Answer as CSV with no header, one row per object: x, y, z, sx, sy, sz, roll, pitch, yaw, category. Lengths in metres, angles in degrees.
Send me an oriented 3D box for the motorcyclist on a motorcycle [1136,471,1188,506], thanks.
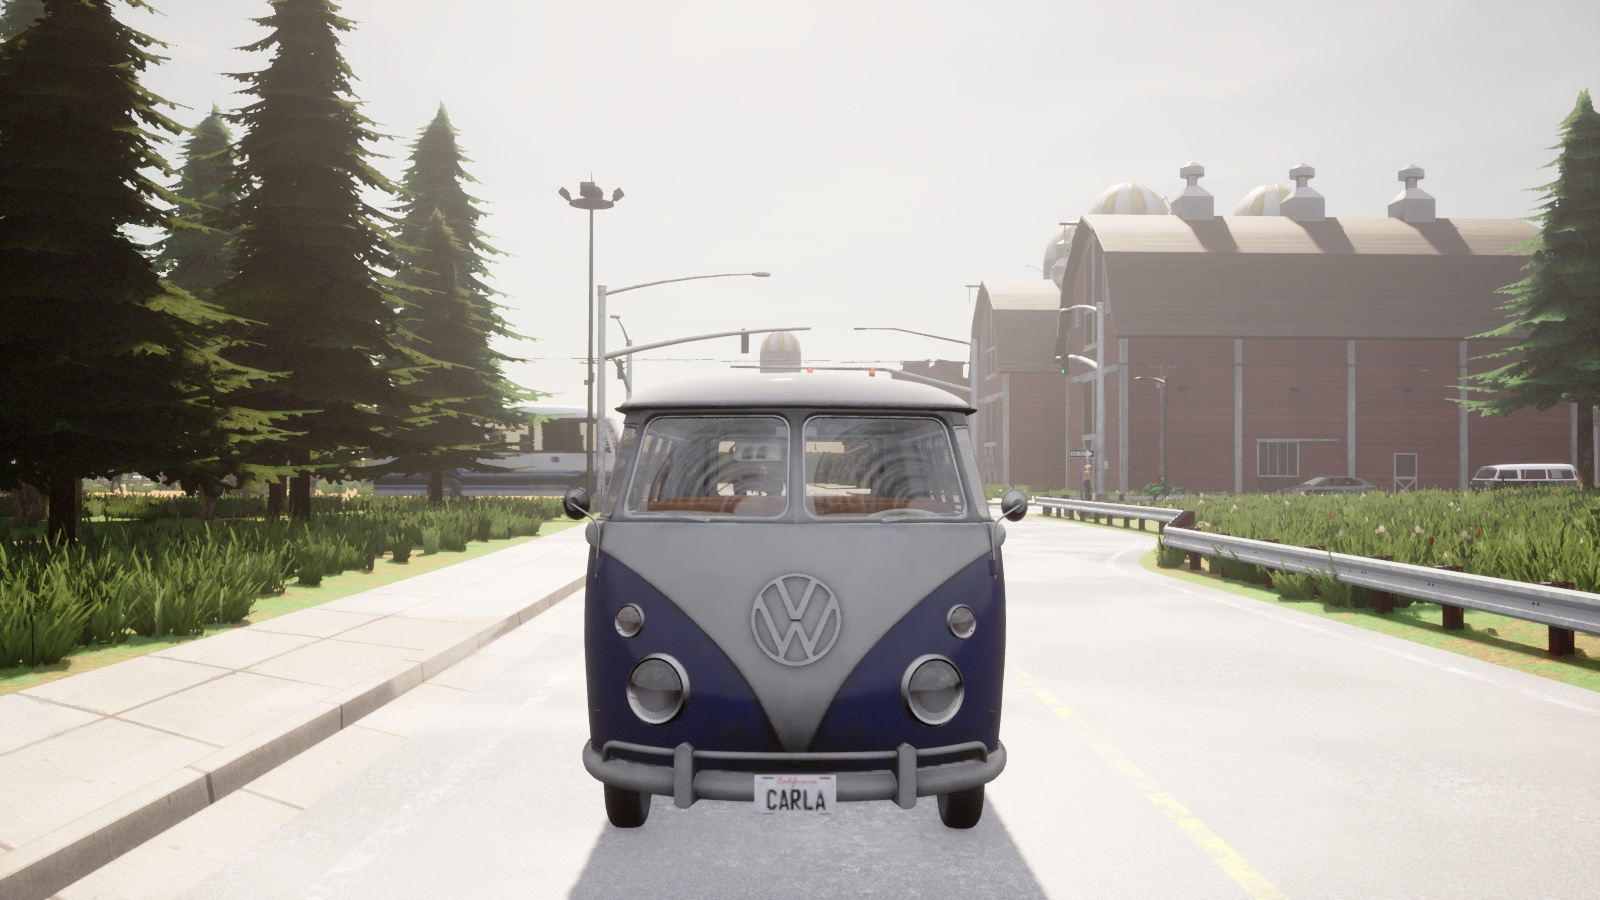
16.080,1.694,55.812,2.044,1.523,0.797,0,-1,-1,motorcyclist on a motorcycle

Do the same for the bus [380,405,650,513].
-11.517,0.377,51.692,10.273,4.253,3.944,0,-1,-1,bus

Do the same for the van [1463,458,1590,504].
32.474,1.376,56.197,4.480,2.038,2.069,0,-1,-1,van

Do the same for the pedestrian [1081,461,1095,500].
13.739,1.444,59.844,0.594,1.836,0.345,0,-1,4,pedestrian

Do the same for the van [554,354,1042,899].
-0.024,0.681,6.802,1.775,1.987,4.442,0,-1,0,van

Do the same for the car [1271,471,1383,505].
23.452,1.699,55.983,4.193,1.474,1.816,0,-1,-1,car

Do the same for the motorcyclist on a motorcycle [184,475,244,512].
-23.956,1.779,51.380,2.044,1.523,0.797,0,-1,-1,motorcyclist on a motorcycle
